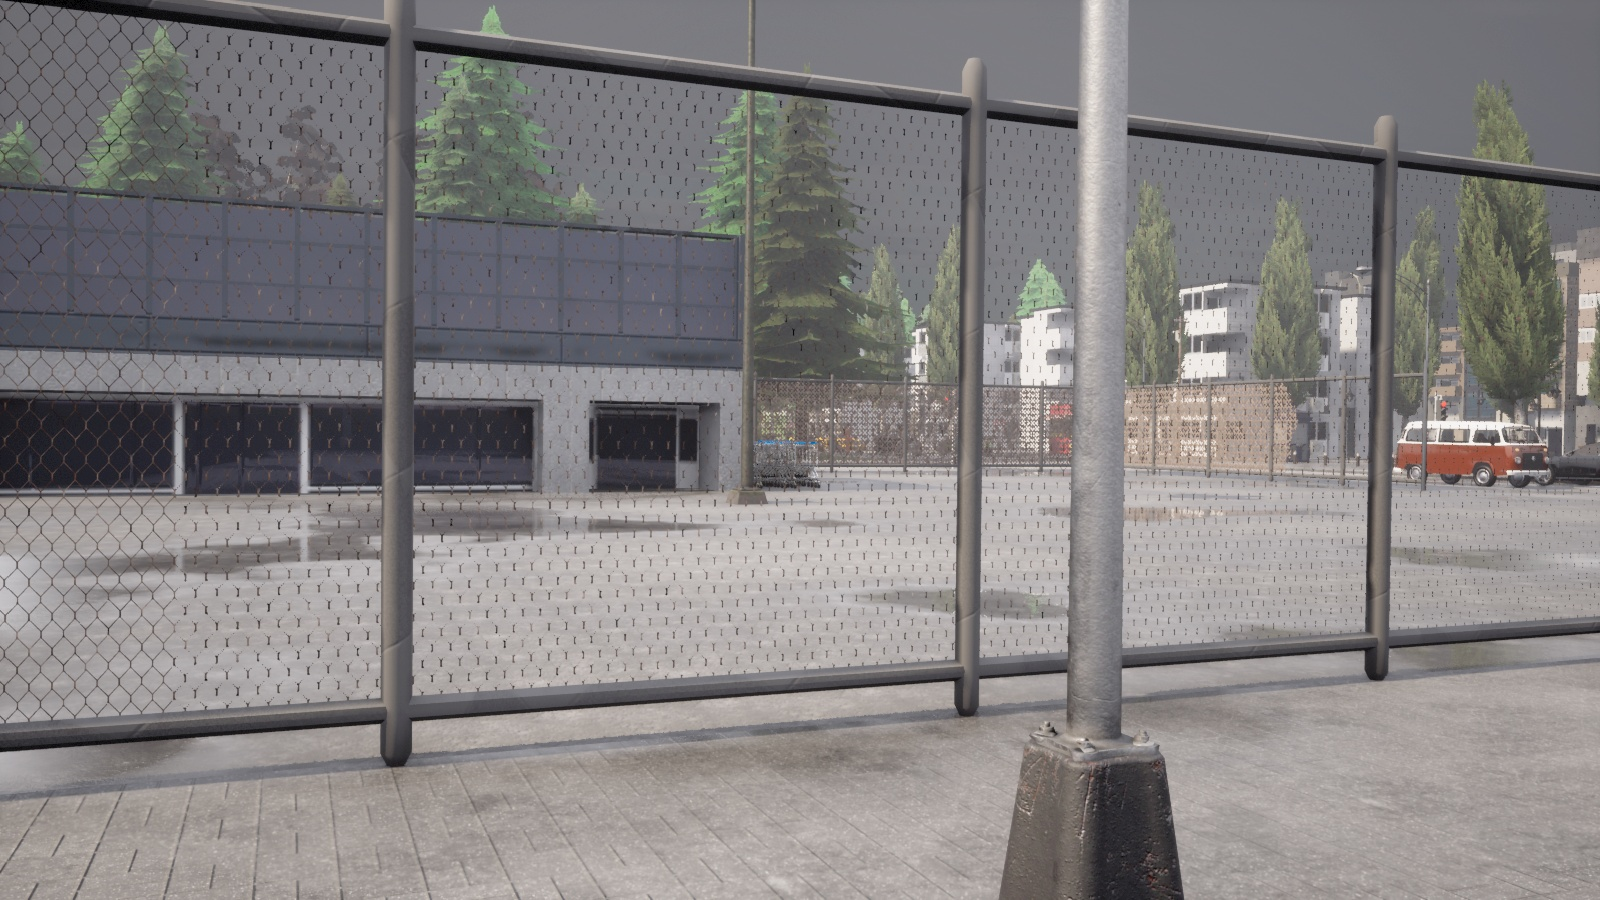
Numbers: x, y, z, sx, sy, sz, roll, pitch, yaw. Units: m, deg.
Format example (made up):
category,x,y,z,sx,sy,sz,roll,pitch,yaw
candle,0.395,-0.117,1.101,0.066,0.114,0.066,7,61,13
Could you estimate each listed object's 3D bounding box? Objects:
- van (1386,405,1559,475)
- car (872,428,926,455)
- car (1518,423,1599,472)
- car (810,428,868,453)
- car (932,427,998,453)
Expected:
category,x,y,z,sx,sy,sz,roll,pitch,yaw
van,20.856,-0.341,39.153,2.069,2.038,4.480,-1,1,-22
car,5.938,-0.520,75.749,1.789,1.549,3.705,-1,1,-21
car,25.242,-0.109,39.003,2.163,1.488,4.792,-1,1,-22
car,2.559,-0.657,83.993,1.801,1.575,5.366,-1,1,-22
car,9.990,-0.605,76.364,2.007,1.525,4.514,-1,1,-22
